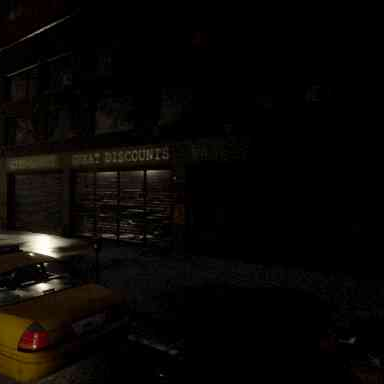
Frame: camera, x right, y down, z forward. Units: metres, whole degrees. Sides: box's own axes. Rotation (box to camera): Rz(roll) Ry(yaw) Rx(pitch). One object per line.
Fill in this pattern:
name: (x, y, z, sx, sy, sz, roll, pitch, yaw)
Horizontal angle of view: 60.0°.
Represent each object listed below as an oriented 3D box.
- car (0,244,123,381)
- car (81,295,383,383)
car: (-3.093, 1.524, 5.299, 4.829, 1.417, 1.752, 0, 1, 36)
car: (1.590, 1.551, 1.953, 4.403, 1.369, 2.008, 0, 1, 36)
